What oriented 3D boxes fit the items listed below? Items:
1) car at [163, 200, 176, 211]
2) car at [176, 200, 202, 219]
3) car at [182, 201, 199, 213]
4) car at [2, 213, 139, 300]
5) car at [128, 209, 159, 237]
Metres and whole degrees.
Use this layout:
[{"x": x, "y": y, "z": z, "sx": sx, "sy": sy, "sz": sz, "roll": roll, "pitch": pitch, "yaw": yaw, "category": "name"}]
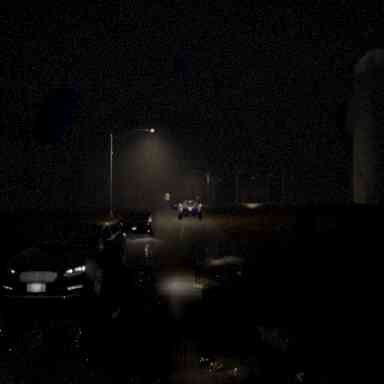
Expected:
[{"x": -2.998, "y": 1.854, "z": 46.679, "sx": 1.882, "sy": 1.535, "sz": 5.008, "roll": 0, "pitch": -1, "yaw": 0, "category": "car"}, {"x": -0.152, "y": 1.550, "z": 31.035, "sx": 2.097, "sy": 1.767, "sz": 4.553, "roll": 0, "pitch": 0, "yaw": 0, "category": "car"}, {"x": -0.196, "y": 1.883, "z": 43.901, "sx": 2.033, "sy": 1.411, "sz": 5.357, "roll": 0, "pitch": -1, "yaw": 0, "category": "car"}, {"x": -2.890, "y": 1.520, "z": 8.604, "sx": 2.128, "sy": 1.511, "sz": 4.902, "roll": 0, "pitch": 0, "yaw": 0, "category": "car"}, {"x": -2.939, "y": 1.659, "z": 18.690, "sx": 1.994, "sy": 1.385, "sz": 4.181, "roll": 0, "pitch": 0, "yaw": -1, "category": "car"}]
